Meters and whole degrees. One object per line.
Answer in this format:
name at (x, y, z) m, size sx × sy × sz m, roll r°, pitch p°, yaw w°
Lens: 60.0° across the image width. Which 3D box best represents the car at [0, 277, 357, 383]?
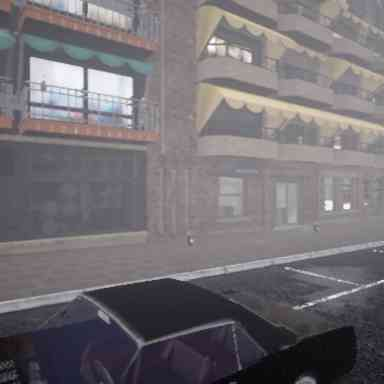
car at (-0.645, 1.612, 2.914) m, size 4.718 × 1.301 × 1.895 m, roll 1°, pitch 0°, yaw -36°
